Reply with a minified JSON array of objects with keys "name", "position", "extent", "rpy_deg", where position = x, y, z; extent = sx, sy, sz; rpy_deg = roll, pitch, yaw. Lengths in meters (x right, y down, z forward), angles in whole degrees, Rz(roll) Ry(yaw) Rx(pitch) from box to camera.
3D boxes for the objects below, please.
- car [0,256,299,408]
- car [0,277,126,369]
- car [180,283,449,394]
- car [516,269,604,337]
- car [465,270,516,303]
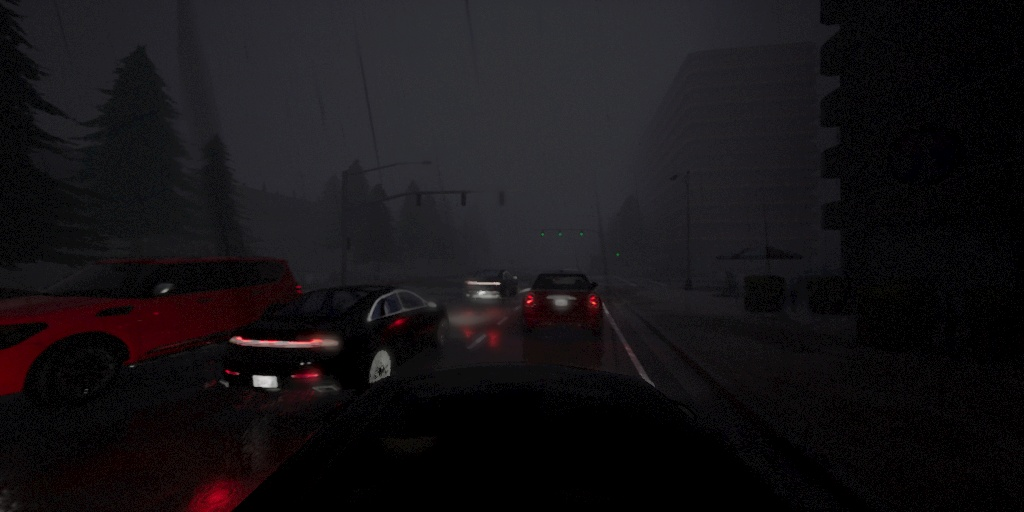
[{"name":"car","position":[-6.525,1.002,6.685],"extent":[2.150,2.045,5.566],"rpy_deg":[0,-1,8]},{"name":"car","position":[-10.097,1.236,5.861],"extent":[1.882,1.535,5.008],"rpy_deg":[0,-1,6]},{"name":"car","position":[-2.603,1.286,6.613],"extent":[2.128,1.511,4.902],"rpy_deg":[0,-1,7]},{"name":"car","position":[1.561,1.210,11.014],"extent":[2.097,1.767,4.553],"rpy_deg":[0,-1,9]},{"name":"car","position":[-0.868,1.416,17.723],"extent":[2.128,1.511,4.902],"rpy_deg":[0,-1,10]}]
